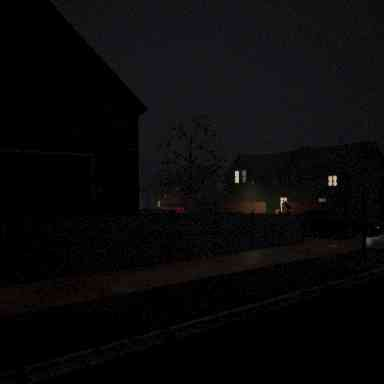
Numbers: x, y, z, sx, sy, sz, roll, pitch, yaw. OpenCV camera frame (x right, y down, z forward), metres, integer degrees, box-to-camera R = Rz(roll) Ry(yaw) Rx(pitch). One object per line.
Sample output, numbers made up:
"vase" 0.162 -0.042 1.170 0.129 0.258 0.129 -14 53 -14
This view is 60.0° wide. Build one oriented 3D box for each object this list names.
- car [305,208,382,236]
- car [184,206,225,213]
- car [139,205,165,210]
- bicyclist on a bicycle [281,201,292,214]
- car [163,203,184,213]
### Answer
"car" 8.806 1.757 20.248 1.837 1.490 4.892 -1 -1 -36
"car" 1.669 2.049 30.257 1.837 1.490 4.892 -1 -1 -35
"car" -5.658 2.443 40.550 1.895 1.301 4.718 -1 -1 -35
"bicyclist on a bicycle" 8.681 1.665 30.491 1.656 1.620 0.582 -1 0 -36
"car" -2.885 2.135 41.716 2.097 1.767 4.553 -1 -1 -36
